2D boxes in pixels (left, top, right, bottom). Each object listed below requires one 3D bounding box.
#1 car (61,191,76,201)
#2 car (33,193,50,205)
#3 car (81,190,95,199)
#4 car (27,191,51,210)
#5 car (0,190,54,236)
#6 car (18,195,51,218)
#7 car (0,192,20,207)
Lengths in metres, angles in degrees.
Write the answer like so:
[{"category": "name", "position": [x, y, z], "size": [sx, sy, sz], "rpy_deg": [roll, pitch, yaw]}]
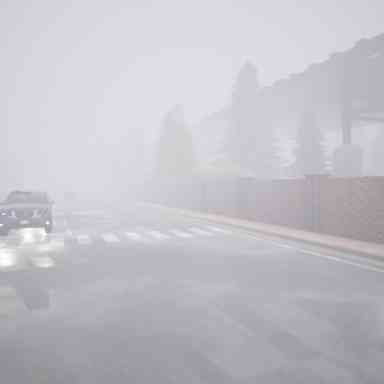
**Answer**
[{"category": "car", "position": [-18.719, 0.617, 50.554], "size": [1.837, 1.490, 4.892], "rpy_deg": [-1, 1, -23]}, {"category": "car", "position": [-19.749, 0.865, 43.825], "size": [1.895, 1.301, 4.718], "rpy_deg": [-1, 1, -23]}, {"category": "car", "position": [-17.927, 0.439, 57.336], "size": [1.882, 1.535, 5.008], "rpy_deg": [-1, 1, -23]}, {"category": "car", "position": [-15.882, 0.771, 34.706], "size": [2.097, 1.767, 4.553], "rpy_deg": [-1, 1, -23]}, {"category": "car", "position": [-8.401, 0.936, 17.113], "size": [2.150, 2.045, 5.566], "rpy_deg": [-1, 1, -23]}, {"category": "car", "position": [-12.288, 1.054, 26.201], "size": [2.128, 1.511, 4.902], "rpy_deg": [-1, 1, -23]}, {"category": "car", "position": [-21.841, 0.849, 39.724], "size": [1.882, 1.535, 5.008], "rpy_deg": [-1, 1, -23]}]
